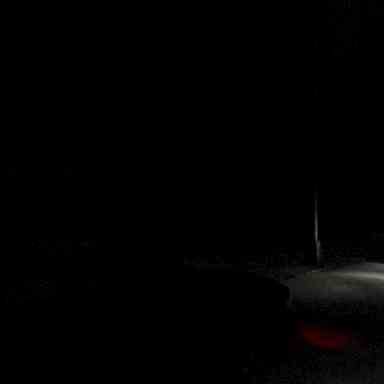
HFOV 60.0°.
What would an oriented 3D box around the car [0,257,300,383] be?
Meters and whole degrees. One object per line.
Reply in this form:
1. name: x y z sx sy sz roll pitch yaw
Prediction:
1. car: -1.040 1.560 3.862 5.357 1.411 2.033 1 0 -35
